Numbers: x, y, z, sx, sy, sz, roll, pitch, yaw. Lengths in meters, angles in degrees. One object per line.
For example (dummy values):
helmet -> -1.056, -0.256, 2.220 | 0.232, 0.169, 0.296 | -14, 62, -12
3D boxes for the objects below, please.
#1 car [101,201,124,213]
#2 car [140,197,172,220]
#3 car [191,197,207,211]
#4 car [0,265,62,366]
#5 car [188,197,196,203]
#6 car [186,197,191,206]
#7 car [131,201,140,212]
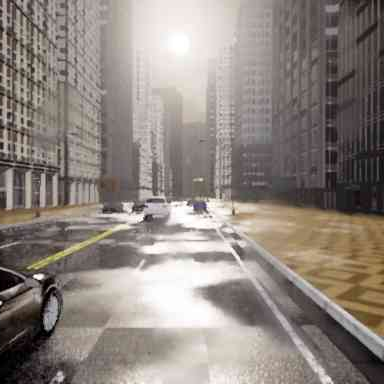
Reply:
car -> -9.859, 1.860, 41.877 | 2.033, 1.411, 5.357 | 0, 0, 0
car -> -3.172, 1.457, 31.449 | 2.150, 2.045, 5.566 | 0, 0, 0
car -> 1.107, 1.828, 46.554 | 1.882, 1.535, 5.008 | 0, 0, 0
car -> -3.151, 1.536, 3.845 | 1.837, 1.490, 4.892 | 0, 0, 0
car -> -0.055, 1.992, 83.063 | 1.994, 1.385, 4.181 | 0, 0, 0
car -> -0.043, 2.005, 65.855 | 1.812, 1.442, 4.674 | 0, 0, 0
car -> -6.601, 1.888, 43.361 | 1.994, 1.385, 4.181 | 0, 0, 0
